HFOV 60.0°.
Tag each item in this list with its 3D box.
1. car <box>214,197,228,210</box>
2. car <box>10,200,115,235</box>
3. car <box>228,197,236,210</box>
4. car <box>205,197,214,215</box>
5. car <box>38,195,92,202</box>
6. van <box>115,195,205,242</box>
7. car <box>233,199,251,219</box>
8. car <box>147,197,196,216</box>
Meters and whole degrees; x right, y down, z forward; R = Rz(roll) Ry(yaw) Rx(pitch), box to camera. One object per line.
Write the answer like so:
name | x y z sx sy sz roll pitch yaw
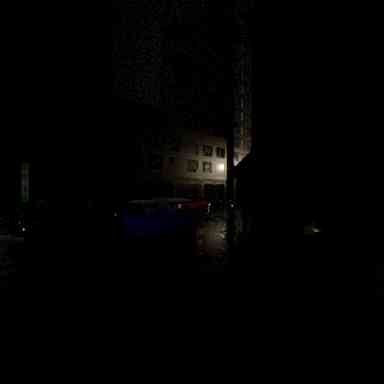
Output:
car | 1.502 1.166 34.082 1.947 1.339 4.313 1 2 36
car | -6.562 1.383 18.214 2.033 1.411 5.357 0 1 36
car | 5.424 1.073 34.988 2.128 1.511 4.902 0 1 36
car | -0.578 1.061 26.595 2.097 1.767 4.553 0 1 36
car | -8.274 1.123 20.382 2.192 1.841 5.009 1 1 36
van | -1.336 1.208 15.430 1.690 1.788 3.998 1 1 36
car | 5.180 1.280 24.563 2.008 1.369 4.403 1 1 36
car | -1.758 1.215 29.516 1.887 1.381 4.507 1 2 36
